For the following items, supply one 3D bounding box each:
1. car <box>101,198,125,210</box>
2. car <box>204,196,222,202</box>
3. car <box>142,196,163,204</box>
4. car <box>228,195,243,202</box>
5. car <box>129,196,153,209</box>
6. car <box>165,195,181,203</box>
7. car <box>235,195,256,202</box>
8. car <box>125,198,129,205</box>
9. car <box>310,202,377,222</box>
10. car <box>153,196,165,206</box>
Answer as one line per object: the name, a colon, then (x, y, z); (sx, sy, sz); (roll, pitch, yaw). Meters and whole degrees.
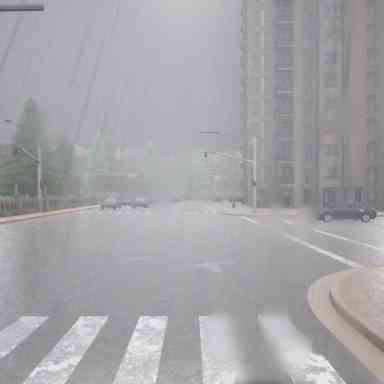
car: (-10.678, 1.539, 44.247); (1.812, 1.442, 4.674); (0, 0, 1)
car: (4.810, 1.546, 74.530); (4.674, 1.442, 1.812); (0, 0, -42)
car: (-7.936, 1.567, 67.235); (2.033, 1.411, 5.357); (0, 0, 20)
car: (10.167, 1.574, 74.633); (4.181, 1.385, 1.994); (0, 0, -38)
car: (-7.151, 1.540, 47.088); (1.812, 1.442, 4.674); (0, 0, 1)
car: (-4.027, 1.371, 67.537); (2.097, 1.767, 4.553); (0, 0, 23)
car: (12.873, 1.524, 80.427); (4.892, 1.490, 1.837); (0, 0, -24)
car: (-10.441, 1.579, 52.989); (1.994, 1.385, 4.181); (0, 0, 2)
car: (11.801, 1.568, 26.093); (4.892, 1.490, 1.837); (0, 0, 0)
car: (-6.756, 1.564, 57.402); (2.033, 1.411, 5.357); (0, 0, 7)
